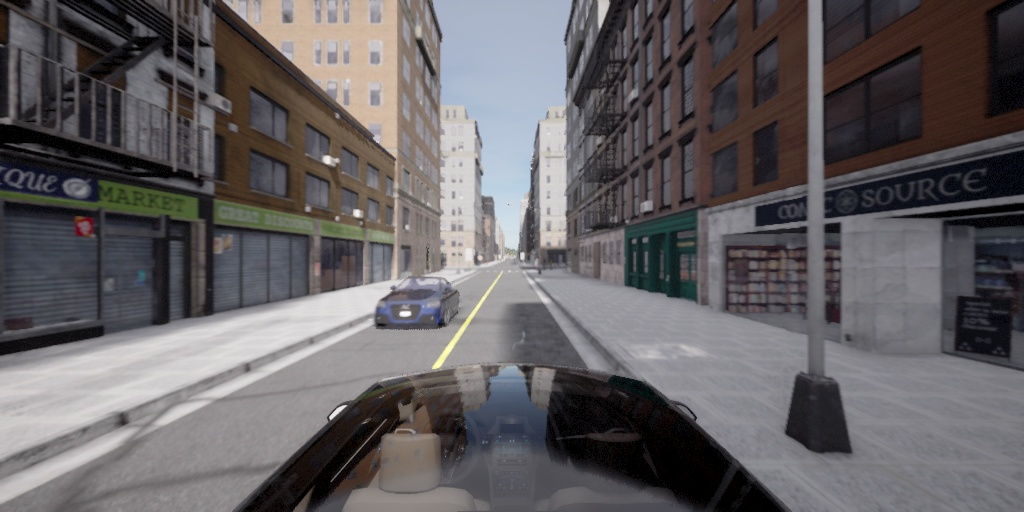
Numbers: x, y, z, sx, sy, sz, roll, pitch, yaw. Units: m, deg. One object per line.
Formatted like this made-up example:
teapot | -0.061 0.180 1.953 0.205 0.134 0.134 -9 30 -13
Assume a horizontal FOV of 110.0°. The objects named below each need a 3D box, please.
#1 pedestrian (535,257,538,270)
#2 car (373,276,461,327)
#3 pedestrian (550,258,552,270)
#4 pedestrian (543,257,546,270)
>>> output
pedestrian | 3.524 1.088 51.230 0.375 1.860 0.375 0 0 0
car | -2.848 1.352 11.560 1.994 1.385 4.181 0 0 0
pedestrian | 5.524 1.086 50.629 0.375 1.860 0.375 0 0 0
pedestrian | 4.524 1.083 50.030 0.375 1.860 0.375 0 0 0
